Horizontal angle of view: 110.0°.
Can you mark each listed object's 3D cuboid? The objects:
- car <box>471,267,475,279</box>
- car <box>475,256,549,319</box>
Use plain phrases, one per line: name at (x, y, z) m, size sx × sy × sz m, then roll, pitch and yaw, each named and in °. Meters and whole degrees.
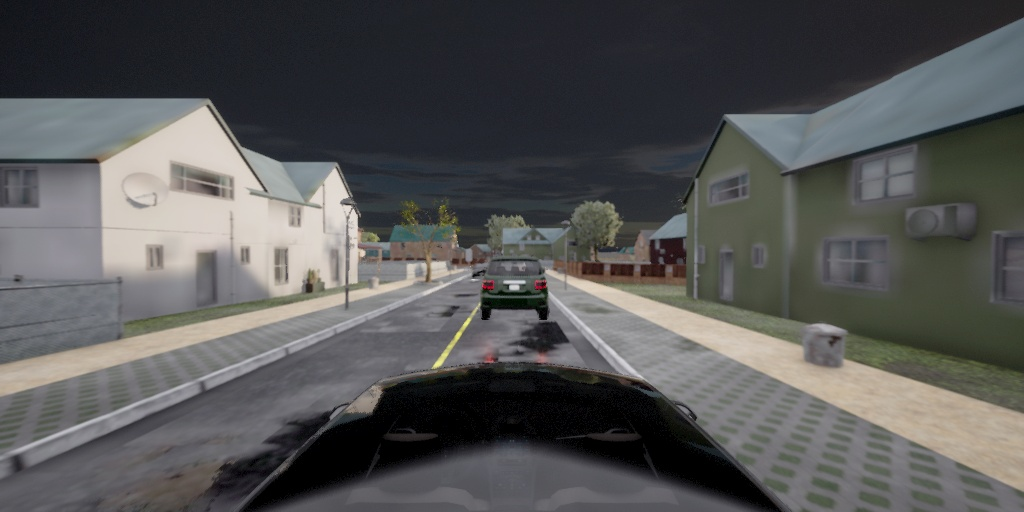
car at (-2.846, 1.415, 35.207) m, size 1.837 × 1.490 × 4.892 m, roll 0°, pitch 0°, yaw 0°
car at (0.083, 1.027, 13.209) m, size 2.150 × 2.045 × 5.566 m, roll 0°, pitch 0°, yaw 0°
